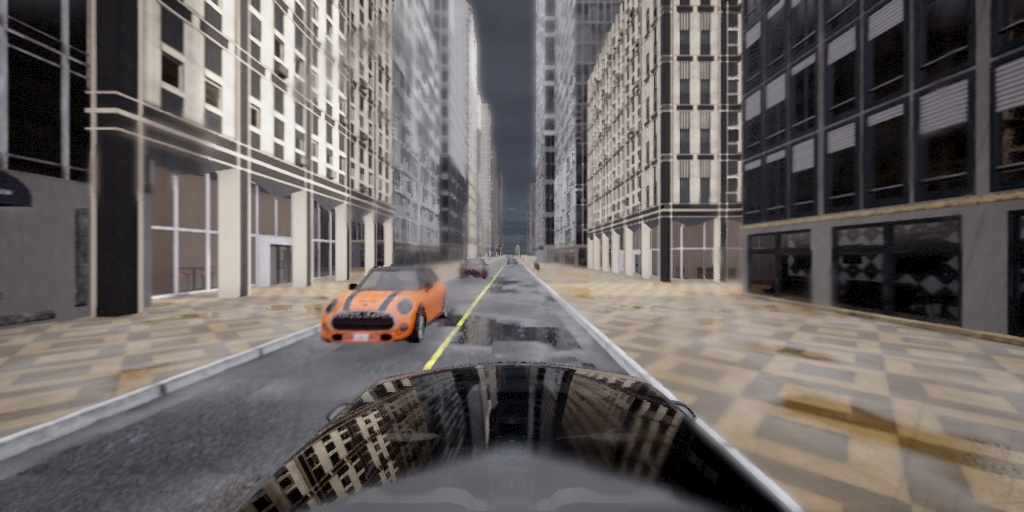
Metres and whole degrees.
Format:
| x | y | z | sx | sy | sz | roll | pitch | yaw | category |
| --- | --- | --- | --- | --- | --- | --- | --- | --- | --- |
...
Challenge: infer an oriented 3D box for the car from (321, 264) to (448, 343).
| x | y | z | sx | sy | sz | roll | pitch | yaw | category |
| --- | --- | --- | --- | --- | --- | --- | --- | --- | --- |
| -3.084 | 1.071 | 9.595 | 2.097 | 1.767 | 4.553 | 0 | 0 | 0 | car |

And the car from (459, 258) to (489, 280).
| x | y | z | sx | sy | sz | roll | pitch | yaw | category |
| --- | --- | --- | --- | --- | --- | --- | --- | --- | --- |
| -3.048 | 0.989 | 29.636 | 2.097 | 1.767 | 4.553 | 0 | 0 | 1 | car |
